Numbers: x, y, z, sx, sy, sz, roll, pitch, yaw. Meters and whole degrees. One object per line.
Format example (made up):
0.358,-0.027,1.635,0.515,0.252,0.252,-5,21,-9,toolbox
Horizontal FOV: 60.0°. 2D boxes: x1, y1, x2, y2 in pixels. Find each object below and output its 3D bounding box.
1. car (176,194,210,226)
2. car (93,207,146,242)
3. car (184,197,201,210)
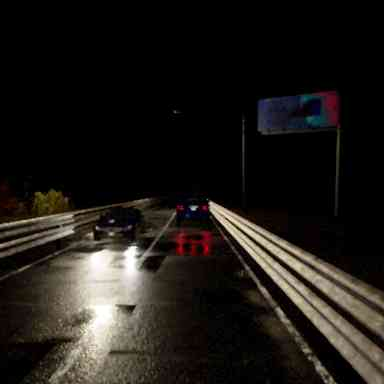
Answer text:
0.083,1.151,23.035,2.150,2.045,5.566,0,0,0,car
-3.361,1.478,16.187,1.812,1.442,4.674,0,0,0,car
0.065,1.424,42.062,2.033,1.411,5.357,0,0,0,car
